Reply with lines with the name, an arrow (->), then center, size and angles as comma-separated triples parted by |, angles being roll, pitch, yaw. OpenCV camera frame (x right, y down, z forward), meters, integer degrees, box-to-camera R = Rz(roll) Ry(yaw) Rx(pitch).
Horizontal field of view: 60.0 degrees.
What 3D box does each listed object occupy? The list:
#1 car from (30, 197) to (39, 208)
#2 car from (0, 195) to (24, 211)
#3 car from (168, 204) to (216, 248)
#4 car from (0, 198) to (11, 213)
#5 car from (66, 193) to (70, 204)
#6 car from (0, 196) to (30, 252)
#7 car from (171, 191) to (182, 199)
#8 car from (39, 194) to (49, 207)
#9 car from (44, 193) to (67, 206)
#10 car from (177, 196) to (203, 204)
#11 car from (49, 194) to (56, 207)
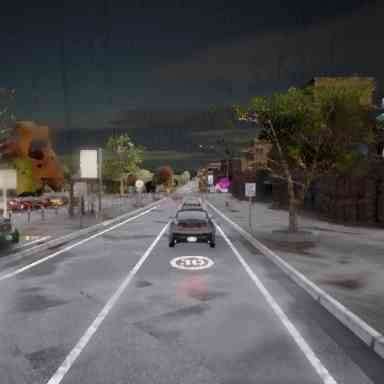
car -> -22.110, 1.369, 40.928 | 5.008, 1.535, 2.097 | 0, 0, 0
car -> -22.132, 1.251, 38.152 | 4.553, 1.767, 2.185 | 0, 0, 0
car -> 0.000, 1.483, 14.669 | 1.837, 1.490, 4.892 | 0, 0, 0
car -> -22.095, 1.425, 35.377 | 4.674, 1.452, 2.002 | 0, 0, 0
car -> -22.149, 1.369, 52.030 | 4.792, 1.488, 2.163 | 0, 0, 0
car -> -8.957, 1.211, 11.284 | 5.566, 2.045, 2.435 | 0, 0, 0
car -> -3.249, 0.618, 70.924 | 2.097, 1.767, 4.553 | 0, 1, 0
car -> -22.102, 1.362, 43.703 | 4.892, 1.521, 2.231 | 0, 0, 0
car -> -21.930, 1.344, 49.253 | 5.366, 1.575, 1.946 | 0, 0, 0
car -> 0.001, 1.405, 29.686 | 2.128, 1.511, 4.902 | 0, 0, 0
car -> -22.141, 1.383, 46.478 | 4.792, 1.488, 2.163 | 0, 0, 0
